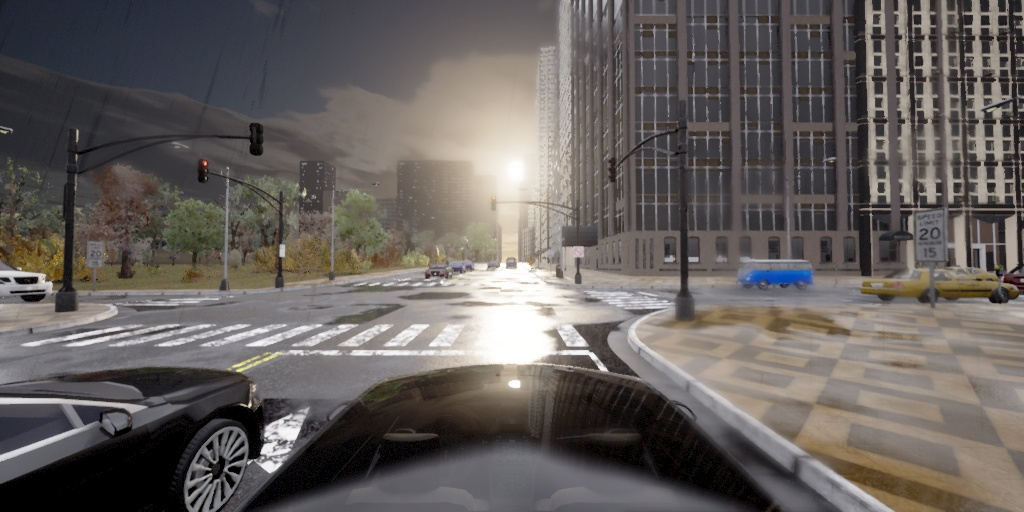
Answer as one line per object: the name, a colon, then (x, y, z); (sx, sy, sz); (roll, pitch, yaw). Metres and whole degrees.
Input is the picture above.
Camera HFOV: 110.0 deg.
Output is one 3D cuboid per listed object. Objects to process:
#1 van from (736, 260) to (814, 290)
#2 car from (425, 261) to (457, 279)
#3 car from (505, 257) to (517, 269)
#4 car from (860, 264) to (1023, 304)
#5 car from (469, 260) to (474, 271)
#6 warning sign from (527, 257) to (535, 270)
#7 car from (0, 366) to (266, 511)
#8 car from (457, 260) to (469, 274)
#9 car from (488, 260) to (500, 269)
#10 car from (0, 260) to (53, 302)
van: (15.890, 1.116, 21.745); (3.998, 1.789, 1.690); (0, 0, -1)
car: (-6.682, 1.369, 33.225); (1.994, 1.385, 4.181); (0, 0, 0)
car: (-0.073, 1.419, 63.767); (1.882, 1.535, 5.008); (0, 0, 0)
car: (16.294, 1.071, 13.728); (4.829, 1.417, 1.751); (0, 0, -1)
car: (-6.734, 1.362, 53.589); (1.882, 1.535, 5.008); (0, 0, 0)
warning sign: (2.715, 0.985, 50.648); (1.300, 1.860, 1.060); (0, 0, 0)
car: (-3.143, 1.241, 1.276); (2.128, 1.511, 4.902); (0, 0, 0)
car: (-6.712, 1.316, 43.355); (1.882, 1.535, 5.008); (0, 0, 0)
car: (-3.326, 1.488, 63.682); (2.033, 1.411, 5.357); (0, 0, 0)
car: (-23.573, 1.053, 15.426); (5.566, 2.045, 2.150); (0, -2, -1)
